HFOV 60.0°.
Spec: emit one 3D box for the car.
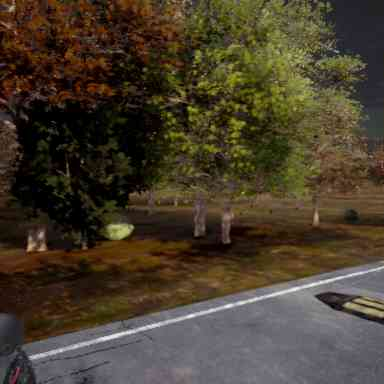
[{"bbox_3d":[-3.401,1.507,1.502,4.892,1.490,1.837,0,0,-35],"label":"car"}]
